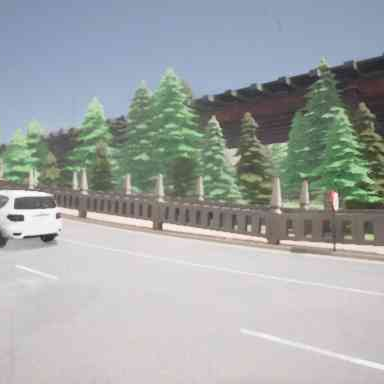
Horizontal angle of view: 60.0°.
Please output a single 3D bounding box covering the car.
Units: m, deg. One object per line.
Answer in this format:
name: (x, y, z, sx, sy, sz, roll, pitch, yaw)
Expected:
car: (-7.648, 0.933, 13.675, 5.566, 2.045, 2.150, 4, 2, 36)
